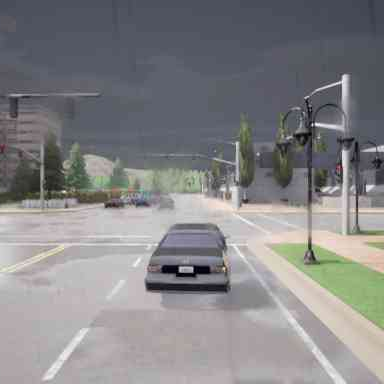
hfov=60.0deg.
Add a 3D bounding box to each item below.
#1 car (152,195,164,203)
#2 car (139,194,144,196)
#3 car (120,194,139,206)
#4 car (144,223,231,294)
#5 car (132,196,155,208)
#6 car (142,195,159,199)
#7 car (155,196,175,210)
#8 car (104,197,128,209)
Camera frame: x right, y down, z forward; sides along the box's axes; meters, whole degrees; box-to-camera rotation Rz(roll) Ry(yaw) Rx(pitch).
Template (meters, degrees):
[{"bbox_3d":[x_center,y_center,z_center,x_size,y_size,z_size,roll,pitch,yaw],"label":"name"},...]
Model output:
[{"bbox_3d":[-6.974,1.476,68.687,2.128,1.511,4.902,0,0,0],"label":"car"},{"bbox_3d":[-10.506,1.533,65.241,2.033,1.411,5.357,0,0,1],"label":"car"},{"bbox_3d":[-10.564,1.479,54.776,2.128,1.511,4.902,0,0,0],"label":"car"},{"bbox_3d":[0.059,1.545,8.934,2.033,1.411,5.357,0,0,4],"label":"car"},{"bbox_3d":[-7.062,1.590,48.775,1.895,1.301,4.718,0,0,0],"label":"car"},{"bbox_3d":[-7.050,1.534,58.420,2.033,1.411,5.357,0,0,0],"label":"car"},{"bbox_3d":[-3.269,1.538,43.603,2.033,1.411,5.357,0,0,-1],"label":"car"},{"bbox_3d":[-10.571,1.591,45.508,1.895,1.301,4.718,0,0,0],"label":"car"}]
